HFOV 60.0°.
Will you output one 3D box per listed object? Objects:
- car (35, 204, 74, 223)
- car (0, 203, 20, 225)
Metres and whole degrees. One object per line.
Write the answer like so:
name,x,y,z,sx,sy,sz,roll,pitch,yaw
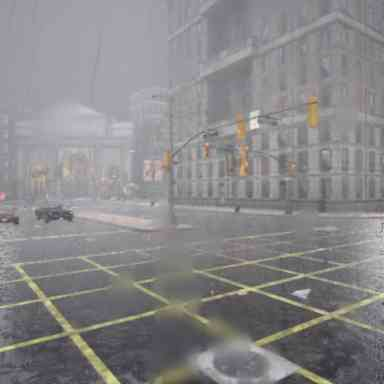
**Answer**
car,-10.408,1.563,25.112,1.895,1.301,4.718,0,0,-35
car,-13.260,1.510,23.082,1.812,1.442,4.674,0,0,-35
